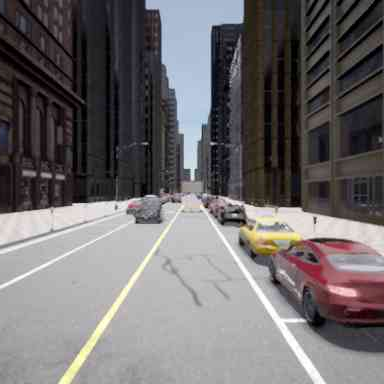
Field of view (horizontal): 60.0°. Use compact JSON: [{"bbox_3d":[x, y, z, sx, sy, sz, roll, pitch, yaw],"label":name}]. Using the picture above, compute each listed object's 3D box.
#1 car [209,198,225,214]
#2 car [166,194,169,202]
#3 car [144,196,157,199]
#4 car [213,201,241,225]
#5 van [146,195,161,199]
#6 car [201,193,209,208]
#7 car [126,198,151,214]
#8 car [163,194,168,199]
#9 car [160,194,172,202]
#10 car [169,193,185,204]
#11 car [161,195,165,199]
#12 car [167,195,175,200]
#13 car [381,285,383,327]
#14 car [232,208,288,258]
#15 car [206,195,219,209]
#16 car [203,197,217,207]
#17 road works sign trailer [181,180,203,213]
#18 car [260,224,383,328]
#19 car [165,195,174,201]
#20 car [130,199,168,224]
[{"bbox_3d":[2.769,1.539,29.226,1.887,1.381,4.507,0,0,0],"label":"car"},{"bbox_3d":[-5.747,1.578,68.541,1.802,1.307,4.206,0,0,0],"label":"car"},{"bbox_3d":[-5.753,1.559,40.450,1.947,1.339,4.313,0,0,0],"label":"car"},{"bbox_3d":[2.768,1.560,23.607,1.947,1.339,4.313,0,0,0],"label":"car"},{"bbox_3d":[-5.752,1.335,46.068,1.690,1.788,3.998,0,0,0],"label":"van"},{"bbox_3d":[2.773,1.309,46.082,2.192,1.841,5.009,0,0,0],"label":"car"},{"bbox_3d":[-5.754,1.576,34.831,1.802,1.307,4.206,0,0,0],"label":"car"},{"bbox_3d":[-5.749,1.560,57.305,1.947,1.339,4.313,0,0,0],"label":"car"},{"bbox_3d":[-5.746,1.313,74.159,2.192,1.841,5.009,0,0,0],"label":"car"},{"bbox_3d":[-3.002,1.469,65.334,1.882,1.535,5.008,0,0,1],"label":"car"},{"bbox_3d":[-5.751,1.539,51.686,1.887,1.381,4.507,0,0,0],"label":"car"},{"bbox_3d":[-5.742,1.585,91.014,1.802,1.307,4.206,0,0,0],"label":"car"},{"bbox_3d":[2.764,1.581,1.132,1.802,1.307,4.206,0,0,0],"label":"car"},{"bbox_3d":[2.766,1.520,12.539,1.752,1.417,4.829,0,0,0],"label":"car"},{"bbox_3d":[2.771,1.434,34.844,1.967,1.590,4.097,0,0,0],"label":"car"},{"bbox_3d":[2.774,1.560,51.701,1.947,1.339,4.313,0,0,0],"label":"car"},{"bbox_3d":[0.009,0.458,36.905,2.380,3.560,2.880,0,0,0],"label":"road works sign trailer"},{"bbox_3d":[2.765,1.578,6.750,1.802,1.307,4.206,0,0,0],"label":"car"},{"bbox_3d":[-5.744,1.546,85.396,1.887,1.381,4.507,0,0,0],"label":"car"},{"bbox_3d":[-3.093,1.499,24.934,1.837,1.490,4.892,0,0,0],"label":"car"}]
